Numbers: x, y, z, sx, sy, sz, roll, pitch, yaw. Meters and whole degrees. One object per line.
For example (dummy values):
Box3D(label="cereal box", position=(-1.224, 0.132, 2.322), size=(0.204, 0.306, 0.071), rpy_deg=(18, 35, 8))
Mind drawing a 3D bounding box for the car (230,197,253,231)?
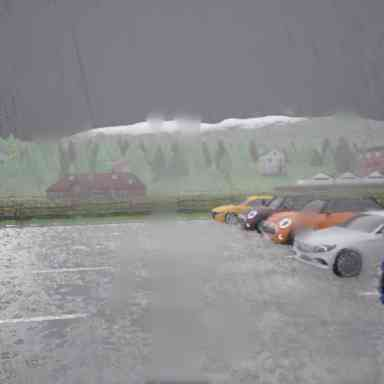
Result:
Box3D(label="car", position=(4.387, 0.915, 15.613), size=(4.553, 1.767, 2.097), rpy_deg=(-2, 1, -7))

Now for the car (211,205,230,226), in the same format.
Box3D(label="car", position=(3.578, 0.999, 19.039), size=(5.008, 1.535, 1.882), rpy_deg=(-2, 1, -7))

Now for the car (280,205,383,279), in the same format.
Box3D(label="car", position=(4.968, 1.204, 8.633), size=(4.674, 1.442, 1.812), rpy_deg=(-2, 1, -7))

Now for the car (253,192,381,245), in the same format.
Box3D(label="car", position=(4.871, 0.967, 12.148), size=(4.553, 1.767, 2.097), rpy_deg=(-2, 1, -7))

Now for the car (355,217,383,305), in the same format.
Box3D(label="car", position=(5.493, 1.207, 5.171), size=(5.008, 1.535, 1.882), rpy_deg=(-2, 1, -7))
